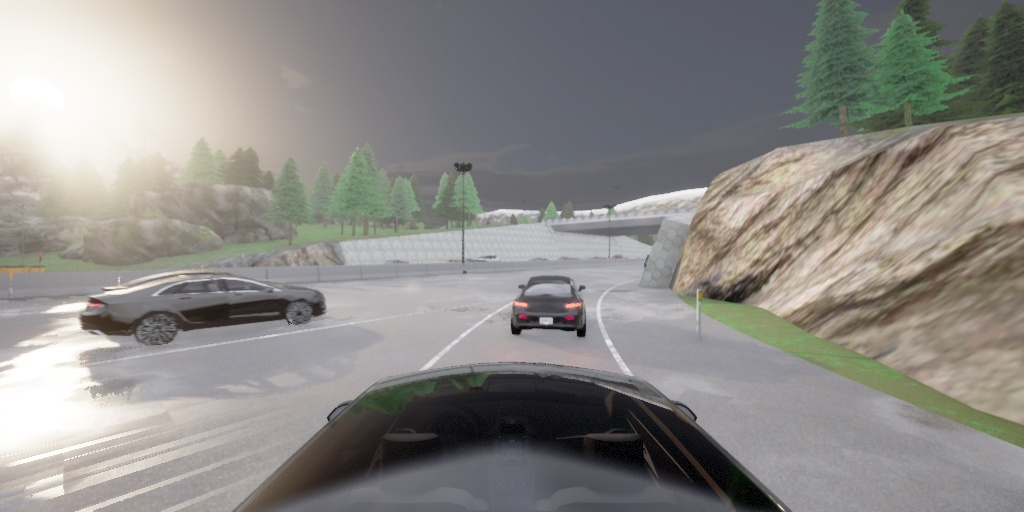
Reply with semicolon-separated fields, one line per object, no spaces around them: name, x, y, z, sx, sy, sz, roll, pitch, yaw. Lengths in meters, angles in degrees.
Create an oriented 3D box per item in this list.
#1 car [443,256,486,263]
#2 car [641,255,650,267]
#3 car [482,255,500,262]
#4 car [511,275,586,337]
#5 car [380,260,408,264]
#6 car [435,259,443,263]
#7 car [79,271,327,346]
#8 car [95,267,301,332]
car;-6.007;1.112;46.041;1.882;1.535;5.008;0;0;38
car;17.052;0.869;41.167;2.150;2.045;5.566;0;0;38
car;-4.580;0.806;64.936;2.150;2.045;5.566;0;0;38
car;1.098;1.254;10.158;1.812;1.442;4.674;0;0;9
car;-16.428;1.189;49.742;1.994;1.385;4.181;0;0;38
car;-8.802;1.107;48.147;1.882;1.535;5.008;0;0;38
car;-7.577;1.221;9.457;2.128;1.511;4.902;0;0;38
car;-10.076;1.230;11.949;1.837;1.490;4.892;0;1;38
